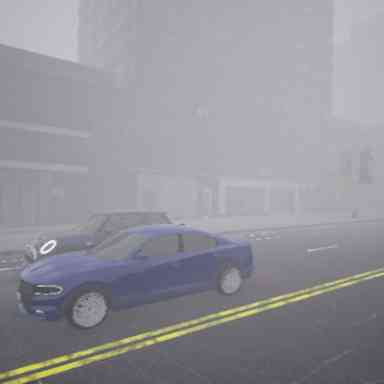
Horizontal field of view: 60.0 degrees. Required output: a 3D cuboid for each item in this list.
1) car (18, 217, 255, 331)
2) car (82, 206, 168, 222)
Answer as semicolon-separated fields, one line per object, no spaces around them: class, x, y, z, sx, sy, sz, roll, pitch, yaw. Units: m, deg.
car;-0.875;1.472;7.053;5.008;1.535;1.882;0;0;-35
car;-2.463;1.346;9.913;4.553;1.767;2.097;0;0;-36
